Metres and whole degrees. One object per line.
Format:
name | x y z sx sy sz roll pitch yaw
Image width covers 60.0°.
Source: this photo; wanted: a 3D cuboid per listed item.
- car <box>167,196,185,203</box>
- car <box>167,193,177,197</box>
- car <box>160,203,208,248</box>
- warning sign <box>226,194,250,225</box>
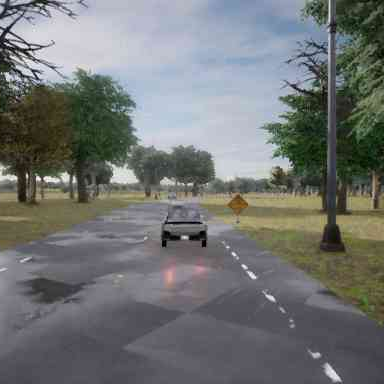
car | -1.281 1.401 29.725 1.812 1.442 4.674 0 0 -3
car | -4.615 1.065 77.045 1.837 1.490 4.892 0 0 5
car | -0.385 1.460 14.736 2.128 1.511 4.902 0 0 -3
warning sign | 2.837 1.047 20.573 1.300 1.860 1.060 0 1 -3
